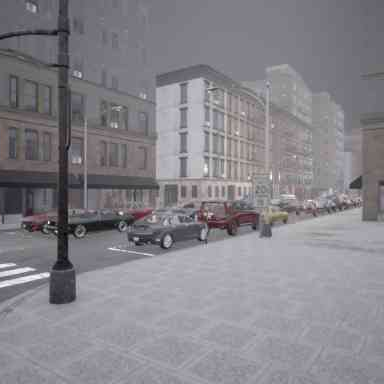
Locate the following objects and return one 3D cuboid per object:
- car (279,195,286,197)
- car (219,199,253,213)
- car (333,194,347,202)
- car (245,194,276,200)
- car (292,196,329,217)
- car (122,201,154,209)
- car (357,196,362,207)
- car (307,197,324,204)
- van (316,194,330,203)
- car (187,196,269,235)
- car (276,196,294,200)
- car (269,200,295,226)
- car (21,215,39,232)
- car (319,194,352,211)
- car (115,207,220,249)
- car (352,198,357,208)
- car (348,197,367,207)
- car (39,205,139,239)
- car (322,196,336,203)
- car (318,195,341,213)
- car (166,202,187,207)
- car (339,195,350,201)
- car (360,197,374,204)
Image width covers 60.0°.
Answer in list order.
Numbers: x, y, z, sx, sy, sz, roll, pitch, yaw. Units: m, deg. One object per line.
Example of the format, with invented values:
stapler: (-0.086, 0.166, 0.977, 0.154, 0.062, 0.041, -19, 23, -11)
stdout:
car: (11.111, 1.522, 45.608, 1.752, 1.417, 4.829, 0, 0, 35)
car: (4.986, 1.537, 36.897, 1.887, 1.381, 4.507, 0, 0, 35)
car: (36.100, 1.327, 81.149, 2.192, 1.841, 5.009, 0, 0, 35)
car: (6.421, 1.226, 34.502, 2.150, 2.045, 5.566, 0, 0, 35)
car: (11.551, 1.472, 32.281, 1.967, 1.590, 4.097, 0, 0, 35)
car: (-4.347, 1.427, 23.621, 1.967, 1.590, 4.097, 0, 0, 35)
car: (23.995, 1.607, 49.982, 1.947, 1.339, 4.313, 0, 0, 35)
car: (23.653, 1.572, 63.448, 1.947, 1.339, 4.313, 0, 0, 35)
van: (26.765, 1.349, 67.873, 1.690, 1.788, 3.998, 0, 0, 35)
car: (2.218, 1.341, 19.006, 2.192, 1.841, 5.009, 0, 0, 35)
car: (10.435, 1.525, 35.101, 1.837, 1.490, 4.892, 0, 0, 35)
car: (5.426, 1.553, 23.571, 1.752, 1.417, 4.829, 0, 0, 35)
car: (-7.459, 1.530, 19.197, 1.887, 1.381, 4.507, 0, 0, 35)
car: (17.774, 1.351, 41.131, 2.192, 1.841, 5.009, 0, 0, 35)
car: (-0.894, 1.575, 14.581, 2.008, 1.369, 4.403, 0, 0, 35)
car: (20.884, 1.620, 45.557, 1.802, 1.307, 4.206, 0, 0, 35)
car: (27.107, 1.594, 54.407, 2.008, 1.369, 4.403, 0, 0, 35)
car: (-5.314, 1.598, 17.835, 1.895, 1.301, 4.718, 0, 0, 32)
car: (29.876, 1.555, 72.299, 1.887, 1.381, 4.507, 0, 0, 35)
car: (14.662, 1.474, 36.706, 1.967, 1.590, 4.097, 0, 0, 35)
car: (0.447, 1.505, 26.033, 1.837, 1.490, 4.892, 0, 0, 35)
car: (39.210, 1.557, 85.574, 1.887, 1.381, 4.507, 0, 0, 35)
car: (33.329, 1.614, 63.258, 1.947, 1.339, 4.313, 0, 0, 35)
